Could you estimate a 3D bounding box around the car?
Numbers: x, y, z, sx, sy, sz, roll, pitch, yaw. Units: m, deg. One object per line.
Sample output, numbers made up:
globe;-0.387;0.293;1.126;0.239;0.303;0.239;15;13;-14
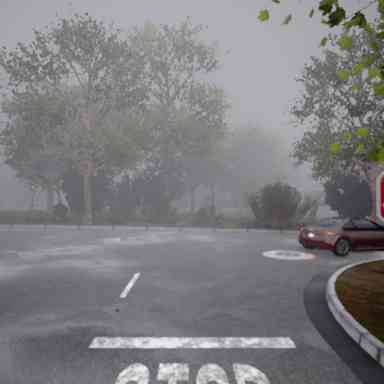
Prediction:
car;6.370;1.660;13.179;4.181;1.385;1.994;2;-1;-20
